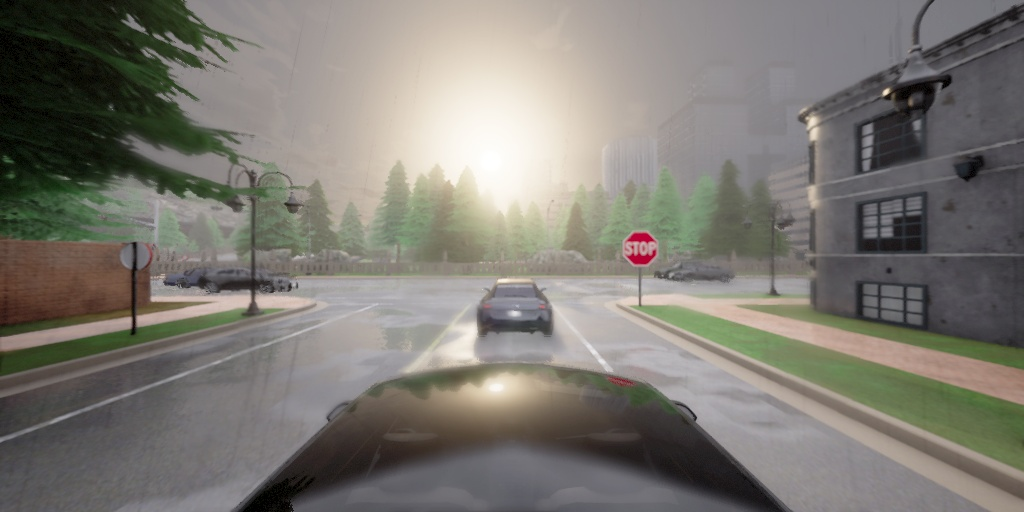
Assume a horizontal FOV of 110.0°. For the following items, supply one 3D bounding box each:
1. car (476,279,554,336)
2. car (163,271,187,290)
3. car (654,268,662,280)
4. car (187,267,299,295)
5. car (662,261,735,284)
[{"bbox_3d":[0.094,1.353,10.498,1.994,1.385,4.181,0,0,1],"label":"car"},{"bbox_3d":[-19.404,1.434,23.494,5.357,1.411,2.033,0,0,-2],"label":"car"},{"bbox_3d":[15.146,1.275,32.053,4.553,1.767,2.097,0,0,-2],"label":"car"},{"bbox_3d":[-14.652,1.363,20.077,4.902,1.511,2.128,0,0,0],"label":"car"},{"bbox_3d":[15.035,1.399,28.546,4.902,1.511,2.128,0,0,-2],"label":"car"}]
